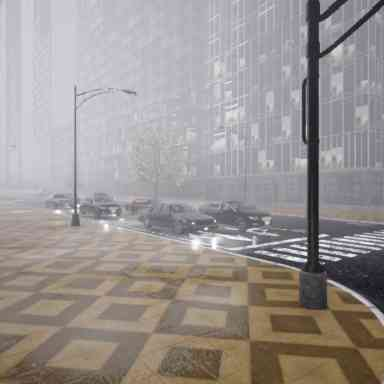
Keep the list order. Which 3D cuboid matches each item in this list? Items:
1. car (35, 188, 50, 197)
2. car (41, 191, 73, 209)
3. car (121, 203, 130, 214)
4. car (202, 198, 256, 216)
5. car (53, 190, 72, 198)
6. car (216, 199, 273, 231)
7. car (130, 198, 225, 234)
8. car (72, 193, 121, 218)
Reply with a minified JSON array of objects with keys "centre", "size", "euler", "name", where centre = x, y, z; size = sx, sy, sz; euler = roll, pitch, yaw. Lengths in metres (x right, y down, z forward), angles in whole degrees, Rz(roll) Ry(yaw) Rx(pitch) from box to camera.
[{"centre":[-28.478,0.110,63.731],"size":[2.097,1.767,4.553],"euler":[0,1,-38],"name":"car"},{"centre":[-13.382,0.902,33.531],"size":[1.812,1.442,4.674],"euler":[0,1,-38],"name":"car"},{"centre":[-3.416,1.193,26.063],"size":[1.895,1.301,4.718],"euler":[0,1,-38],"name":"car"},{"centre":[3.081,1.223,28.568],"size":[1.895,1.301,4.718],"euler":[0,1,-38],"name":"car"},{"centre":[-25.378,0.316,65.041],"size":[2.033,1.411,5.357],"euler":[0,1,-38],"name":"car"},{"centre":[2.309,1.254,18.772],"size":[2.128,1.511,4.902],"euler":[0,1,-38],"name":"car"},{"centre":[-0.974,1.292,17.688],"size":[2.033,1.411,5.357],"euler":[0,1,-38],"name":"car"},{"centre":[-7.049,1.056,25.428],"size":[2.128,1.511,4.902],"euler":[0,1,-38],"name":"car"}]
